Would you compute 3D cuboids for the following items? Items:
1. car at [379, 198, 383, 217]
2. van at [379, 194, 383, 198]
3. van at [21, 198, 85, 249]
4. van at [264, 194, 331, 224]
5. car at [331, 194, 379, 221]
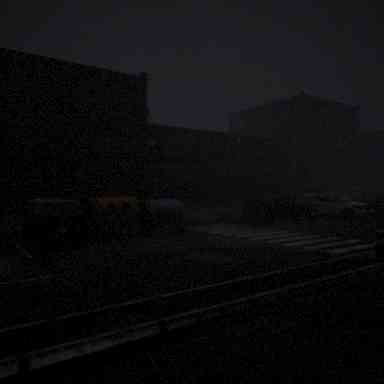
[{"bbox_3d":[13.989,1.456,29.039,2.002,1.452,4.674,0,0,-36],"label":"car"},{"bbox_3d":[16.265,1.192,30.804,1.878,1.987,4.442,0,0,-36],"label":"van"},{"bbox_3d":[-6.269,1.255,14.706,1.878,1.987,4.442,0,0,-36],"label":"van"},{"bbox_3d":[7.329,1.207,24.134,1.878,1.987,4.442,0,0,-36],"label":"van"},{"bbox_3d":[11.762,1.167,27.409,2.435,2.045,5.566,0,0,-36],"label":"car"}]
